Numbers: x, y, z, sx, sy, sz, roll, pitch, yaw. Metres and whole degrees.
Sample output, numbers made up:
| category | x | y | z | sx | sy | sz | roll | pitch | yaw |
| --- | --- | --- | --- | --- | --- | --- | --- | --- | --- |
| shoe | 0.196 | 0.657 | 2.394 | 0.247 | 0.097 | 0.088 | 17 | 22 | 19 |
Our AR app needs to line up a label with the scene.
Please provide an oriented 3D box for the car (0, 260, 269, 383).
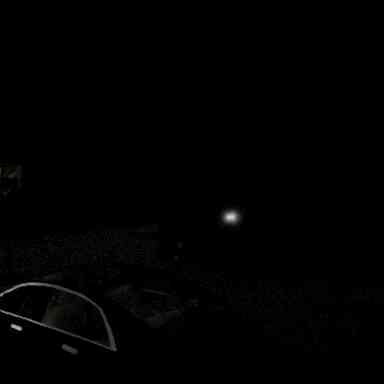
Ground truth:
| category | x | y | z | sx | sy | sz | roll | pitch | yaw |
| --- | --- | --- | --- | --- | --- | --- | --- | --- | --- |
| car | -1.295 | 1.552 | 4.002 | 4.403 | 1.369 | 2.008 | 0 | 0 | 36 |
